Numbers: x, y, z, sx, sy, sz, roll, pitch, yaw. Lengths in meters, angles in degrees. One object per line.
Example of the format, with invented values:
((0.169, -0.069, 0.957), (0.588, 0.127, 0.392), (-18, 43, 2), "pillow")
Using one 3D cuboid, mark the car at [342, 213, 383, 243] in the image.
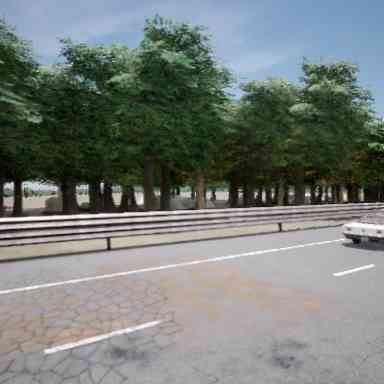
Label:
((8.681, 1.578, 14.497), (4.718, 1.301, 1.895), (0, 0, -35), "car")
